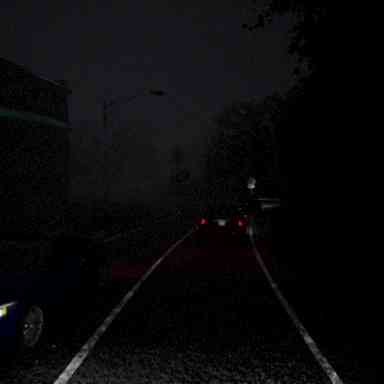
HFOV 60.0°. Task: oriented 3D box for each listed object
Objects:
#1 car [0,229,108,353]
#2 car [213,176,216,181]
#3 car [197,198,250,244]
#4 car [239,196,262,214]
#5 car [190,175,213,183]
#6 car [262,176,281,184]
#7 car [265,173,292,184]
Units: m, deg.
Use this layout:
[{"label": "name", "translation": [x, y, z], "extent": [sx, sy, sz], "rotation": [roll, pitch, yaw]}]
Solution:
[{"label": "car", "translation": [-3.007, 1.493, 6.282], "extent": [1.812, 1.442, 4.674], "rotation": [0, 0, 4]}, {"label": "car", "translation": [3.360, -3.240, 79.735], "extent": [4.902, 1.511, 2.128], "rotation": [-1, 6, -9]}, {"label": "car", "translation": [1.514, 1.351, 16.104], "extent": [2.097, 1.767, 4.553], "rotation": [1, 0, 7]}, {"label": "car", "translation": [5.442, 1.145, 32.459], "extent": [2.128, 1.511, 4.902], "rotation": [2, 5, 27]}, {"label": "car", "translation": [1.688, -2.919, 76.124], "extent": [4.892, 1.490, 1.837], "rotation": [-1, 6, -14]}, {"label": "car", "translation": [17.732, -2.532, 72.608], "extent": [4.902, 1.511, 2.128], "rotation": [5, 7, 40]}, {"label": "car", "translation": [19.574, -3.084, 75.234], "extent": [5.566, 2.045, 2.150], "rotation": [4, 7, 35]}]
